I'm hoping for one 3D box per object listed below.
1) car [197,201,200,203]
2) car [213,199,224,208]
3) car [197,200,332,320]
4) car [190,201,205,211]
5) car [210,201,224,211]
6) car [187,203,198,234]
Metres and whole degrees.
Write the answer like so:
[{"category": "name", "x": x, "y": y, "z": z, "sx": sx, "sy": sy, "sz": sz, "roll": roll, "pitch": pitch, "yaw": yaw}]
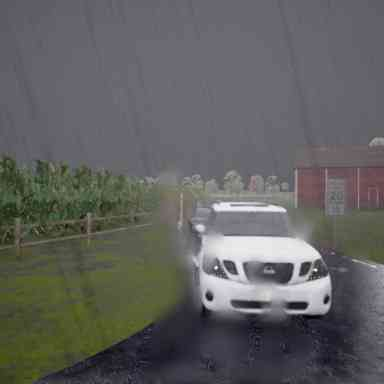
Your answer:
[{"category": "car", "x": 0.228, "y": 1.842, "z": 33.808, "sx": 1.837, "sy": 1.490, "sz": 4.892, "roll": 0, "pitch": -1, "yaw": 0}, {"category": "car", "x": 4.831, "y": 2.094, "z": 60.004, "sx": 1.882, "sy": 1.535, "sz": 5.008, "roll": 0, "pitch": 0, "yaw": 7}, {"category": "car", "x": 1.318, "y": 1.282, "z": 7.810, "sx": 2.150, "sy": 2.045, "sz": 5.566, "roll": 1, "pitch": -1, "yaw": 3}, {"category": "car", "x": 0.826, "y": 2.061, "z": 49.845, "sx": 1.994, "sy": 1.385, "sz": 4.181, "roll": 0, "pitch": -1, "yaw": 4}, {"category": "car", "x": 3.804, "y": 2.085, "z": 50.027, "sx": 1.994, "sy": 1.385, "sz": 4.181, "roll": 0, "pitch": -1, "yaw": 4}, {"category": "car", "x": 0.662, "y": 1.706, "z": 20.924, "sx": 1.837, "sy": 1.490, "sz": 4.892, "roll": 0, "pitch": -1, "yaw": -4}]
